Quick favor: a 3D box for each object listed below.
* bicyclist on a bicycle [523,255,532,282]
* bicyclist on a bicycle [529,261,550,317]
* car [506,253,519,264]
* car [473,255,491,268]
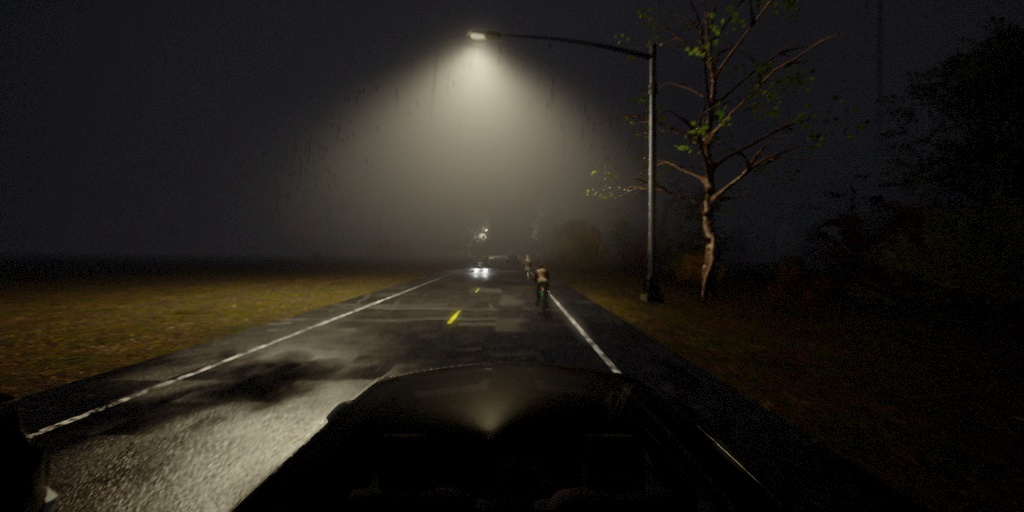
[{"bbox_3d":[0.959,0.808,21.899,0.659,1.776,1.843,0,1,0],"label":"bicyclist on a bicycle"},{"bbox_3d":[0.961,1.052,11.412,0.582,1.620,1.656,0,1,0],"label":"bicyclist on a bicycle"},{"bbox_3d":[0.080,0.513,53.572,1.994,1.385,4.181,0,1,0],"label":"car"},{"bbox_3d":[-3.577,0.607,42.875,2.128,1.511,4.902,0,1,0],"label":"car"}]
